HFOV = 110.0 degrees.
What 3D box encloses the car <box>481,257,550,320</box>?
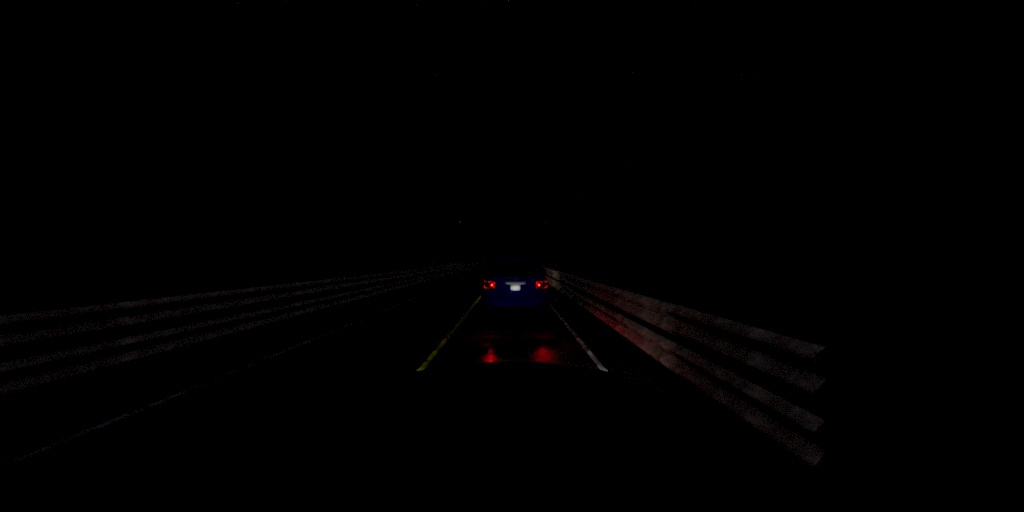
[{"bbox_3d":[0.104,1.048,13.178,2.150,2.045,5.566,0,0,0],"label":"car"}]
